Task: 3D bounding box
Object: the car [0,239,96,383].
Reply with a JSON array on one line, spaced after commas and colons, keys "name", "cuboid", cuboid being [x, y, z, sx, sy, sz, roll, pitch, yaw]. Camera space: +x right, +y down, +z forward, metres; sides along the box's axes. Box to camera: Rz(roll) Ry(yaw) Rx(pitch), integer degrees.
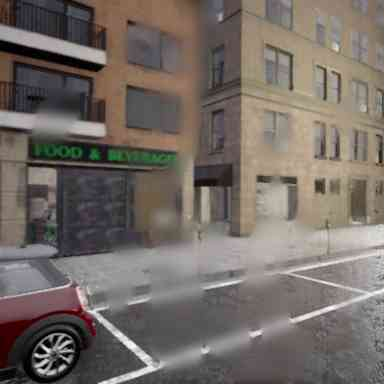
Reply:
[{"name": "car", "cuboid": [-3.345, 1.434, 3.801, 4.097, 1.590, 1.967, 1, 0, -35]}]
